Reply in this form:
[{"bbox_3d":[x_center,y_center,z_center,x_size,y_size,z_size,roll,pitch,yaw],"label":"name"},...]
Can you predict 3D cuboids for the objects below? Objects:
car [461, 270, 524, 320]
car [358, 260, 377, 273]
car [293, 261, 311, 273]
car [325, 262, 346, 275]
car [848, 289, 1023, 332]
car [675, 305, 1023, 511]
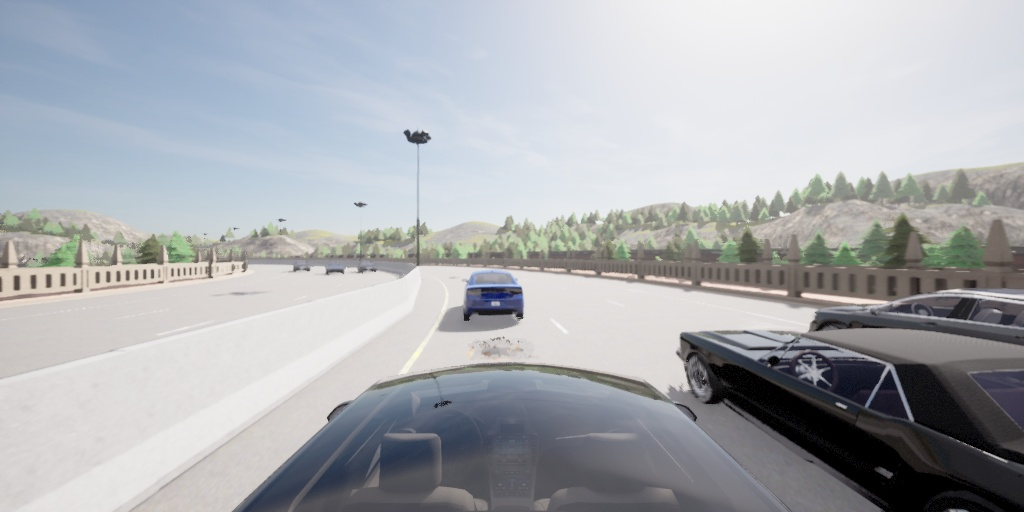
[{"bbox_3d":[-0.763,1.227,12.805,1.882,1.535,5.008,0,0,-7],"label":"car"},{"bbox_3d":[-17.698,1.299,43.837,2.128,1.511,4.902,0,0,-27],"label":"car"},{"bbox_3d":[-27.222,1.336,46.496,2.128,1.511,4.902,0,0,-31],"label":"car"},{"bbox_3d":[-19.599,1.364,39.885,2.033,1.411,5.357,0,0,-26],"label":"car"},{"bbox_3d":[6.861,1.213,5.135,2.128,1.511,4.902,0,0,-2],"label":"car"},{"bbox_3d":[3.450,1.336,3.327,1.895,1.301,4.718,0,0,-1],"label":"car"}]
